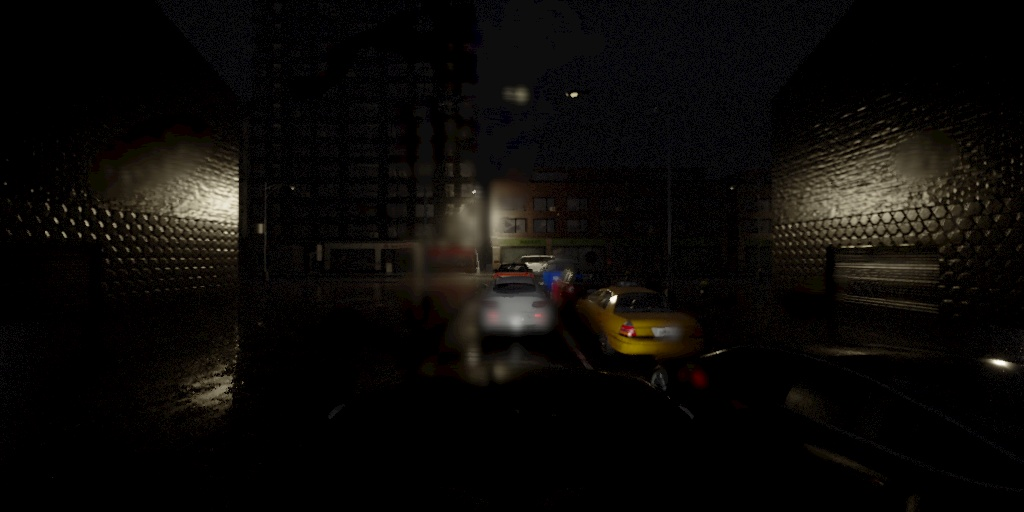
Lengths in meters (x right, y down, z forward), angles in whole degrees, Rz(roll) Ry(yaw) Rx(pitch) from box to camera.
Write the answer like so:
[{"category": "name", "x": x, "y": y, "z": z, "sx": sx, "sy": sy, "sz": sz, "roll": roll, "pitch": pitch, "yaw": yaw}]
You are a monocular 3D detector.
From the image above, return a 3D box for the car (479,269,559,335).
[{"category": "car", "x": 0.061, "y": 1.276, "z": 10.420, "sx": 1.812, "sy": 1.442, "sz": 4.674, "roll": 0, "pitch": 0, "yaw": -1}]

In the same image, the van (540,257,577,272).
[{"category": "van", "x": 2.650, "y": 1.095, "z": 19.237, "sx": 1.690, "sy": 1.789, "sz": 3.998, "roll": 0, "pitch": 0, "yaw": 0}]

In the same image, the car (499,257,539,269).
[{"category": "car", "x": 0.065, "y": 1.105, "z": 19.268, "sx": 2.097, "sy": 1.767, "sz": 4.553, "roll": 0, "pitch": 0, "yaw": -1}]

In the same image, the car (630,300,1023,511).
[{"category": "car", "x": 2.638, "y": 1.315, "z": 2.815, "sx": 1.948, "sy": 1.339, "sz": 4.313, "roll": 0, "pitch": 0, "yaw": 0}]

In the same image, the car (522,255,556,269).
[{"category": "car", "x": 1.491, "y": 0.970, "z": 32.656, "sx": 5.566, "sy": 2.045, "sz": 2.150, "roll": 0, "pitch": 0, "yaw": 0}]

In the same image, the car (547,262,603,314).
[{"category": "car", "x": 2.646, "y": 1.192, "z": 13.763, "sx": 1.967, "sy": 1.591, "sz": 4.097, "roll": 0, "pitch": 0, "yaw": 0}]

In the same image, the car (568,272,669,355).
[{"category": "car", "x": 2.642, "y": 1.275, "z": 8.459, "sx": 1.751, "sy": 1.417, "sz": 4.829, "roll": 0, "pitch": 0, "yaw": 0}]
